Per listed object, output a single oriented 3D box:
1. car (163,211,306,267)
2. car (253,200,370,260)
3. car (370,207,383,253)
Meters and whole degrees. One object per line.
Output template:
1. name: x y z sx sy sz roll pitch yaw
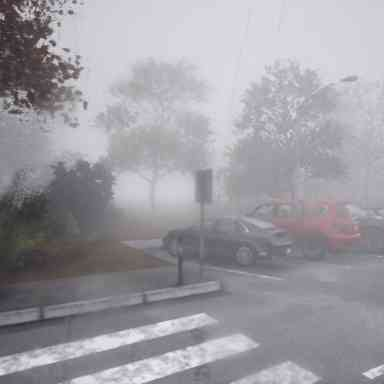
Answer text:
1. car: 1.100 1.566 11.725 4.892 1.521 2.231 -1 -1 39
2. car: 3.637 1.343 13.255 5.566 2.045 2.435 -1 -1 39
3. car: 6.256 1.370 14.723 5.566 2.045 2.435 -1 -2 40
